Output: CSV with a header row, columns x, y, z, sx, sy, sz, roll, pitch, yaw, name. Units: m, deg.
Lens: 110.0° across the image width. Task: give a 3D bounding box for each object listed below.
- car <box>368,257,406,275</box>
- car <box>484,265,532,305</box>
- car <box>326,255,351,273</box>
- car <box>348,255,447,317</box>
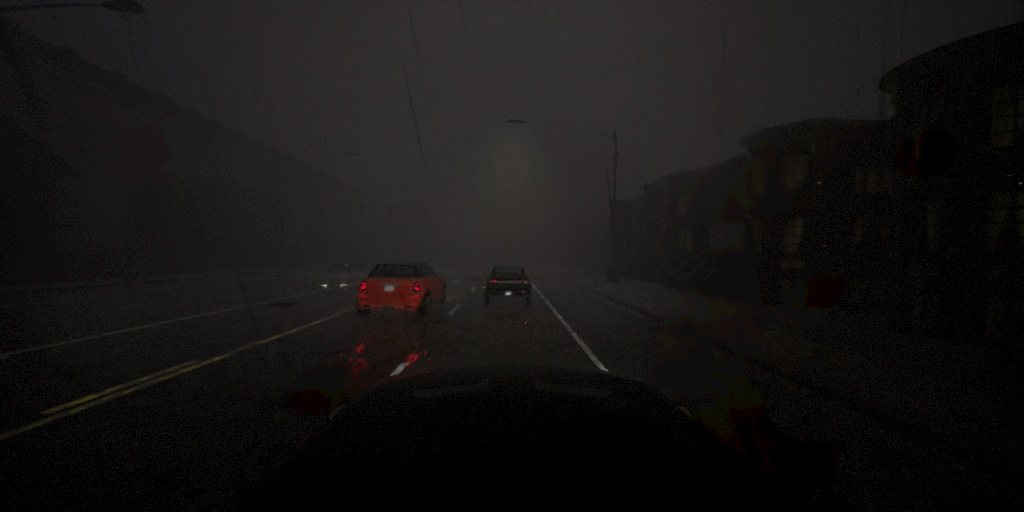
x,y,z,sx,sy,sz,roll,pitch,yaw,name
-11.025,0.809,32.060,1.812,1.442,4.674,1,0,-1,car
-0.168,1.133,15.368,2.128,1.511,4.902,1,0,-1,car
-14.522,0.689,31.806,1.882,1.535,5.008,1,0,-1,car
-3.622,0.943,12.593,2.097,1.767,4.553,1,1,-1,car
